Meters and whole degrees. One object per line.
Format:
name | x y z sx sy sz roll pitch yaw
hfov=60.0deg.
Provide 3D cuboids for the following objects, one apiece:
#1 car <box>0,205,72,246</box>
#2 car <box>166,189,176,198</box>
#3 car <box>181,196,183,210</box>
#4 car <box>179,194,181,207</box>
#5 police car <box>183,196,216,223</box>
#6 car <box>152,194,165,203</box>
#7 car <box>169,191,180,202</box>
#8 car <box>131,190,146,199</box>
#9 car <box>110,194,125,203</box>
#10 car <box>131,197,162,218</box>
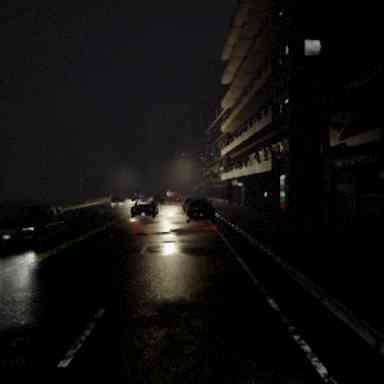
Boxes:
car | -6.813 1.355 14.573 2.128 1.511 4.902 0 1 -1
car | -4.904 0.385 79.784 2.150 2.045 5.566 0 1 -7
car | 0.074 1.214 33.301 1.812 1.442 4.674 0 1 -3
car | -0.266 1.158 39.345 1.812 1.442 4.674 0 1 -3
police car | 0.518 1.205 23.334 1.930 1.638 5.238 0 1 -2
car | -5.363 1.040 52.618 1.812 1.442 4.674 0 0 -5
car | -2.582 0.995 57.630 1.812 1.442 4.674 0 1 -5
car | -9.128 0.698 56.930 2.150 2.045 5.566 0 1 -4
car | -12.245 1.040 55.359 2.033 1.411 5.357 0 1 -4
car | -3.773 1.346 27.199 1.895 1.301 4.718 0 1 -2
